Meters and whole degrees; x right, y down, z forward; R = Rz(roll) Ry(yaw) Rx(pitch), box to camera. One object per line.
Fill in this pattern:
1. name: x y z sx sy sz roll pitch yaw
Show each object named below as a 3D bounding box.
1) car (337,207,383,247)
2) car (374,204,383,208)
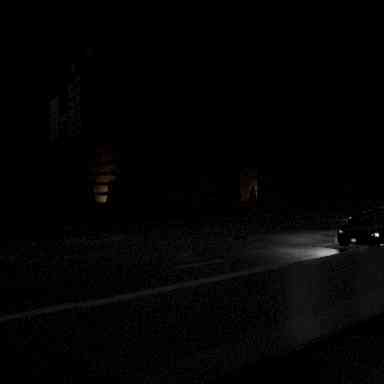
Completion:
1. car: 8.115 1.587 14.179 4.674 1.442 1.812 0 0 -36
2. car: 11.955 1.693 21.272 4.718 1.301 1.895 0 0 -36
